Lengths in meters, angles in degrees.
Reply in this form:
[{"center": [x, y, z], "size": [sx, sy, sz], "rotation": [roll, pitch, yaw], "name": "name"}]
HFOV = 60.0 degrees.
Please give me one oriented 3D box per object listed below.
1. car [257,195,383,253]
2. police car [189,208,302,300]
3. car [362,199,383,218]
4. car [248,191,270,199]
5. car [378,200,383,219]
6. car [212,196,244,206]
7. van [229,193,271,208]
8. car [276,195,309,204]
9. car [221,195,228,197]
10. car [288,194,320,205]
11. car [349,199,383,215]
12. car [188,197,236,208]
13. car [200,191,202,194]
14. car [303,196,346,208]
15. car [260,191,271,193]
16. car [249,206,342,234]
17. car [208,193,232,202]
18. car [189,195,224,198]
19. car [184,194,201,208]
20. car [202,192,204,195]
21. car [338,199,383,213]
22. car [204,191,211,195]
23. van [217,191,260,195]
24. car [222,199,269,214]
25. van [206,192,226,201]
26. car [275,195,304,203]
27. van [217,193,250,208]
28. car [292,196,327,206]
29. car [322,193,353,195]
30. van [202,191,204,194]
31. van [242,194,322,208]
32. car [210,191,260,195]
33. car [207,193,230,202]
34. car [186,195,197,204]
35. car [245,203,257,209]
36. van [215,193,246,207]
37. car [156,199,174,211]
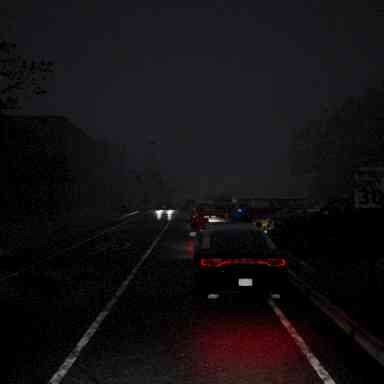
[{"center": [5.693, 1.243, 13.213], "size": [5.566, 2.045, 2.435], "rotation": [0, 0, 0], "name": "car"}, {"center": [0.966, 1.432, 8.613], "size": [1.930, 1.638, 5.238], "rotation": [0, 0, 0], "name": "police car"}, {"center": [18.940, 1.497, 30.774], "size": [5.366, 1.575, 1.946], "rotation": [0, 0, 0], "name": "car"}, {"center": [18.570, 0.848, 91.969], "size": [5.566, 2.045, 2.435], "rotation": [0, 0, 0], "name": "car"}, {"center": [18.757, 1.503, 27.996], "size": [5.008, 1.535, 2.097], "rotation": [0, 0, 0], "name": "car"}, {"center": [5.614, 1.382, 52.468], "size": [4.892, 1.521, 2.231], "rotation": [0, 0, 0], "name": "car"}, {"center": [5.568, 1.277, 27.233], "size": [4.442, 1.987, 1.878], "rotation": [0, 0, 0], "name": "van"}, {"center": [18.492, 1.316, 61.309], "size": [5.366, 1.575, 1.946], "rotation": [0, 0, 0], "name": "car"}, {"center": [5.663, 1.475, 38.449], "size": [4.892, 1.521, 2.231], "rotation": [0, 0, 0], "name": "car"}, {"center": [18.723, 1.233, 55.759], "size": [4.553, 1.767, 2.185], "rotation": [0, 0, 0], "name": "car"}, {"center": [18.719, 1.527, 33.545], "size": [4.792, 1.488, 2.163], "rotation": [0, 0, 0], "name": "car"}, {"center": [0.953, 1.357, 18.485], "size": [2.097, 1.767, 4.553], "rotation": [0, 0, 0], "name": "car"}, {"center": [5.705, 1.097, 91.713], "size": [5.366, 1.575, 1.946], "rotation": [0, 0, 0], "name": "car"}, {"center": [18.899, 1.415, 47.431], "size": [5.366, 1.575, 1.946], "rotation": [0, 0, 0], "name": "car"}, {"center": [18.577, 0.867, 89.307], "size": [5.566, 2.045, 2.435], "rotation": [0, 0, 0], "name": "car"}, {"center": [5.709, 1.539, 18.820], "size": [4.674, 1.452, 2.002], "rotation": [0, 0, 0], "name": "car"}, {"center": [5.553, 1.155, 66.483], "size": [4.553, 1.767, 2.185], "rotation": [0, 0, 0], "name": "car"}, {"center": [0.947, 1.350, 24.493], "size": [2.097, 1.767, 4.553], "rotation": [0, 0, 0], "name": "car"}, {"center": [-0.037, 1.408, 45.969], "size": [1.882, 1.535, 5.008], "rotation": [0, 0, 0], "name": "car"}, {"center": [5.550, 1.200, 77.697], "size": [5.008, 1.535, 2.097], "rotation": [0, 0, 0], "name": "car"}, {"center": [18.770, 1.515, 36.328], "size": [4.792, 1.488, 2.163], "rotation": [0, 0, 0], "name": "car"}, {"center": [5.570, 1.069, 60.876], "size": [5.566, 2.045, 2.435], "rotation": [0, 0, 0], "name": "car"}, {"center": [5.766, 1.235, 41.256], "size": [4.442, 1.987, 1.878], "rotation": [0, 0, 0], "name": "van"}, {"center": [5.661, 1.527, 35.646], "size": [4.674, 1.452, 2.002], "rotation": [0, 0, 0], "name": "car"}, {"center": [5.446, 0.994, 74.892], "size": [4.442, 1.987, 1.878], "rotation": [0, 0, 0], "name": "van"}, {"center": [18.676, 1.300, 64.086], "size": [4.892, 1.521, 2.231], "rotation": [0, 0, 0], "name": "car"}, {"center": [5.751, 1.195, 46.860], "size": [4.442, 1.987, 1.878], "rotation": [0, 0, 0], "name": "van"}, {"center": [18.670, 1.408, 52.982], "size": [4.792, 1.488, 2.163], "rotation": [0, 0, 0], "name": "car"}, {"center": [18.706, 1.221, 39.102], "size": [5.566, 2.045, 2.435], "rotation": [0, 0, 0], "name": "car"}, {"center": [5.417, 0.914, 86.105], "size": [4.442, 1.987, 1.878], "rotation": [0, 0, 0], "name": "van"}, {"center": [5.816, 1.275, 21.623], "size": [4.442, 1.987, 1.878], "rotation": [0, 0, 0], "name": "van"}, {"center": [5.614, 1.190, 44.056], "size": [5.566, 2.045, 2.435], "rotation": [0, 0, 0], "name": "car"}, {"center": [5.546, 1.135, 69.287], "size": [4.553, 1.767, 2.185], "rotation": [0, 0, 0], "name": "car"}, {"center": [-0.070, 1.359, 59.152], "size": [1.837, 1.490, 4.892], "rotation": [0, 0, 0], "name": "car"}, {"center": [5.528, 1.493, 16.016], "size": [5.366, 1.575, 1.946], "rotation": [0, 0, 0], "name": "car"}, {"center": [5.744, 1.175, 49.664], "size": [4.442, 1.987, 1.878], "rotation": [0, 0, 0], "name": "van"}, {"center": [-3.298, 1.517, 40.625], "size": [1.994, 1.385, 4.181], "rotation": [0, 0, 0], "name": "car"}]
